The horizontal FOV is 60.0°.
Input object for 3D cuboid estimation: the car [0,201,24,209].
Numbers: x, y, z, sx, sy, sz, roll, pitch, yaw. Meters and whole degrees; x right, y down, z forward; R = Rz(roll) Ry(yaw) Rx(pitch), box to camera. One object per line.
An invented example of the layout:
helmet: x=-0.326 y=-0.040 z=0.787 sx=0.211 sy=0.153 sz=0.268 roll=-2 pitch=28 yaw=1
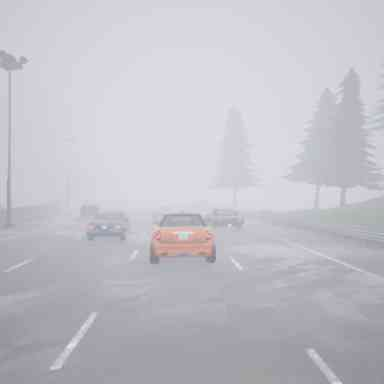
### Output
car: x=-24.361 y=1.974 z=45.648 sx=1.812 sy=1.442 sz=4.674 roll=0 pitch=-1 yaw=-17

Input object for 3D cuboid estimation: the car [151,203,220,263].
car: x=-0.416 y=1.467 z=12.625 sx=2.097 sy=1.767 sz=4.553 roll=0 pitch=-1 yaw=-4

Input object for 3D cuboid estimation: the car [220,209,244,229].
car: x=2.087 y=1.808 z=23.072 sx=1.895 sy=1.301 sz=4.718 roll=0 pitch=-1 yaw=-7

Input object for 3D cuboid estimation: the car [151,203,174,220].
car: x=-2.991 y=1.827 z=32.793 sx=1.812 sy=1.442 sz=4.674 roll=0 pitch=0 yaw=-11

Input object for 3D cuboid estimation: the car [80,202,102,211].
car: x=-10.533 y=1.809 z=34.901 sx=1.882 sy=1.535 sz=5.008 roll=0 pitch=0 yaw=-12

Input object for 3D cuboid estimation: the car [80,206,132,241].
car: x=-4.340 y=1.717 z=17.934 sx=2.033 sy=1.411 sz=5.357 roll=0 pitch=-1 yaw=-6
